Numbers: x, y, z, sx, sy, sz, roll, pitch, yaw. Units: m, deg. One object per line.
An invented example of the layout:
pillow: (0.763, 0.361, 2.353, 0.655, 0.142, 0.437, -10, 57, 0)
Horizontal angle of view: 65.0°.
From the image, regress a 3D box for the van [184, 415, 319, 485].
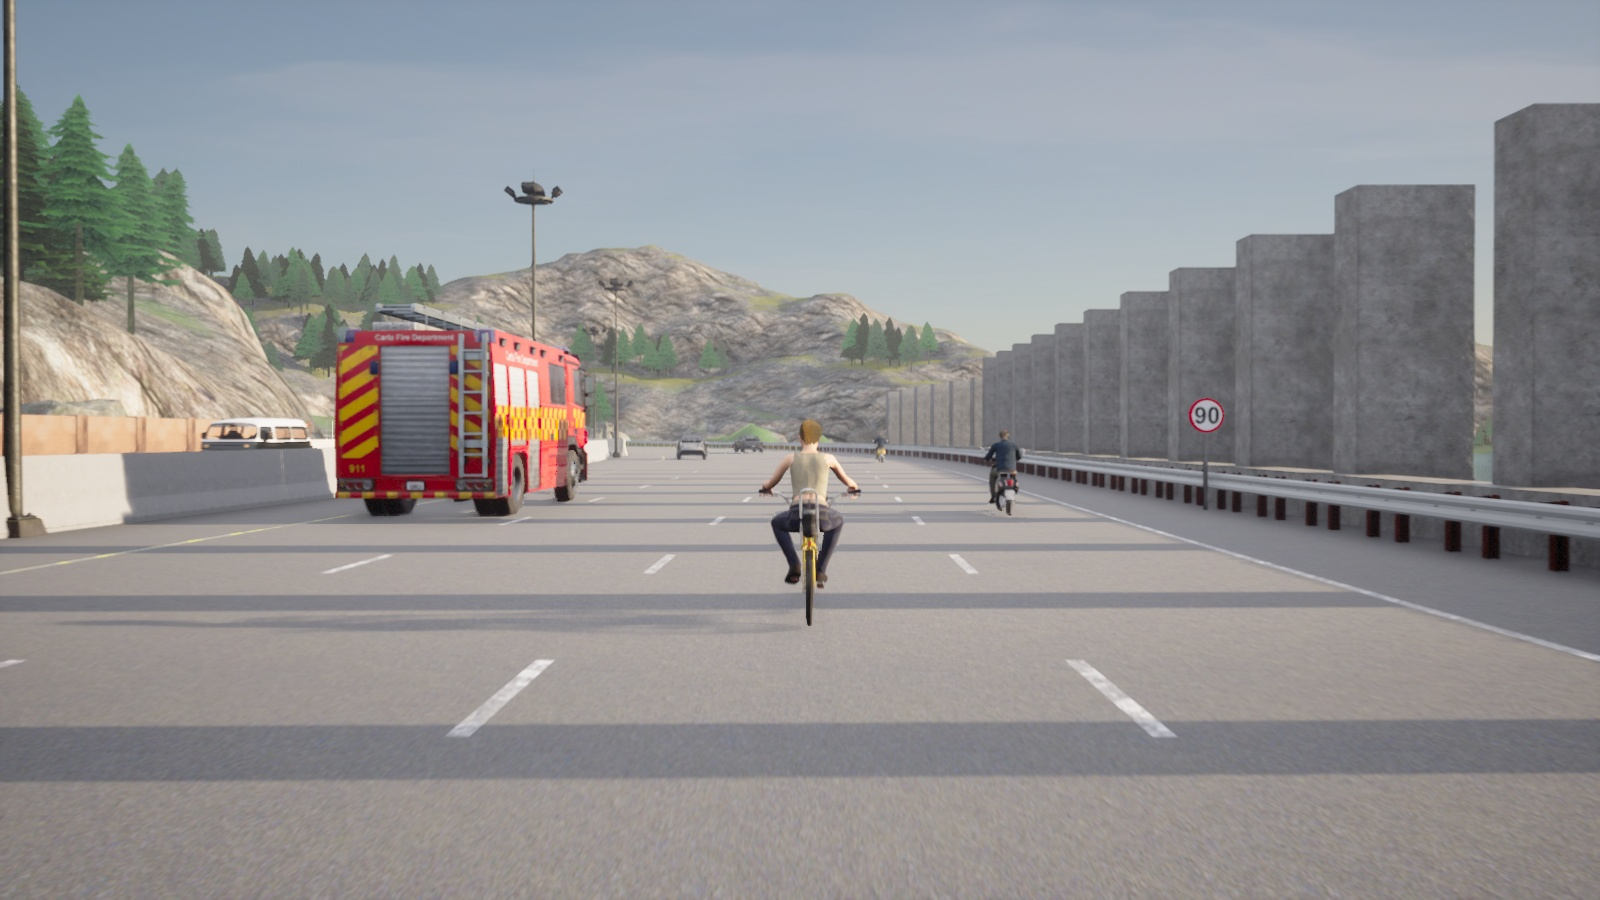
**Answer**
van: (-16.701, -0.013, 38.516, 2.069, 2.038, 4.480, 0, 0, 2)

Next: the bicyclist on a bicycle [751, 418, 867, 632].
bicyclist on a bicycle: (0.079, 0.557, 10.210, 0.866, 1.612, 1.509, 0, 1, 1)

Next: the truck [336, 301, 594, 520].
truck: (-6.561, -0.745, 26.202, 2.891, 3.827, 8.468, 0, 1, 2)

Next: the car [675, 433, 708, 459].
car: (-6.785, -0.271, 78.408, 2.007, 1.525, 4.514, 0, 1, -5)

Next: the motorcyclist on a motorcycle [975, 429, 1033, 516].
motorcyclist on a motorcycle: (3.880, 0.408, 23.997, 0.866, 1.590, 1.817, 0, 1, 2)
